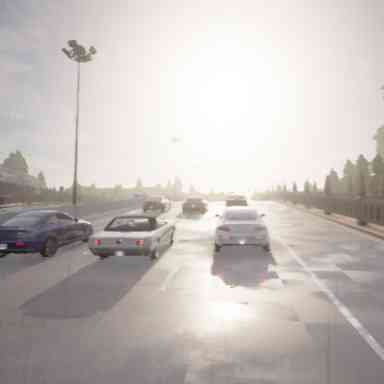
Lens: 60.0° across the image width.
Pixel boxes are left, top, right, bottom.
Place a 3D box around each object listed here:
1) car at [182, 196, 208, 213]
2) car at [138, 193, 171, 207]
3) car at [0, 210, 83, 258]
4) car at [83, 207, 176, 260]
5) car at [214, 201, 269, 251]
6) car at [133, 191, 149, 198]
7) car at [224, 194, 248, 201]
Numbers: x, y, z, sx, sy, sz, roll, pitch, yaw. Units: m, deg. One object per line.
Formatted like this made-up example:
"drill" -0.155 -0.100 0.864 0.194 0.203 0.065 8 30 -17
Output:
"car" 0.324 1.044 28.953 1.994 1.385 4.181 -1 1 7
"car" -3.093 1.042 29.841 1.812 1.442 4.674 -1 1 7
"car" -5.275 1.391 12.062 1.812 1.442 4.674 -1 1 7
"car" -1.795 1.419 11.680 1.895 1.301 4.718 -1 1 7
"car" 1.834 1.271 12.648 1.812 1.442 4.674 -1 1 7
"car" -7.630 0.497 51.193 1.882 1.535 5.008 -1 -1 7
"car" 3.925 0.891 29.575 1.882 1.535 5.008 -1 1 7
